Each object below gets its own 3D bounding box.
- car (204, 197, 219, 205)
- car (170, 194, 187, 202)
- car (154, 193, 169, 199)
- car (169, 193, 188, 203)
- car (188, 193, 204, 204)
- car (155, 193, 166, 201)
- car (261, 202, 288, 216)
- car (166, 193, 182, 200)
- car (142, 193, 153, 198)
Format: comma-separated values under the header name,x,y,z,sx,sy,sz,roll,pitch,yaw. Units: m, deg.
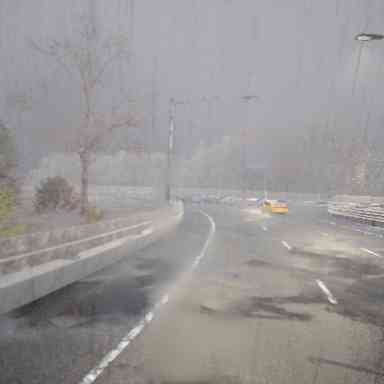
name,x,y,z,sx,sy,sz,roll,pitch,yaw
car,3.778,1.665,66.130,2.128,1.511,4.902,3,0,-20
car,-3.065,1.323,73.684,1.882,1.535,5.008,3,0,-27
car,-7.655,0.969,82.705,1.812,1.442,4.674,3,0,-32
car,-2.958,1.204,64.204,2.097,1.767,4.553,3,0,-20
car,0.176,1.560,65.824,1.994,1.385,4.181,3,0,-20
car,-6.255,1.197,72.250,1.837,1.490,4.892,3,0,-27
car,9.672,1.923,39.440,1.882,1.535,5.008,3,0,-6
car,-4.612,1.064,84.432,1.882,1.535,5.008,3,0,-32
car,-10.697,0.856,80.978,1.994,1.385,4.181,3,0,-32
